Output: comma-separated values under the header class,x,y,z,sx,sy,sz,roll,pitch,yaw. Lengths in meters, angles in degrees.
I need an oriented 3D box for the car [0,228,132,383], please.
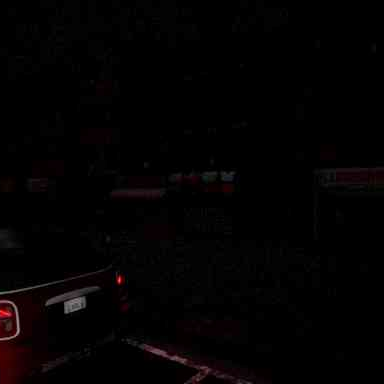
class,x,y,z,sx,sy,sz,roll,pitch,yaw
car,-3.109,1.350,5.164,4.553,1.767,2.097,0,0,36
